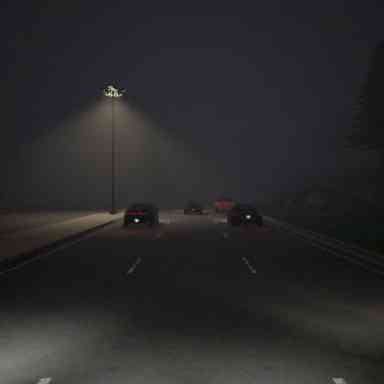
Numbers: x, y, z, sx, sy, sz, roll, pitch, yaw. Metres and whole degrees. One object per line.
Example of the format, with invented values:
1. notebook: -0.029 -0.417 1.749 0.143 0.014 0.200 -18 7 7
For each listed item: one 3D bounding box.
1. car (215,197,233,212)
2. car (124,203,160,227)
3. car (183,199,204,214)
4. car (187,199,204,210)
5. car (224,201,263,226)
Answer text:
1. car: 3.711 1.352 38.027 2.097 1.767 4.553 0 0 2
2. car: -3.400 1.504 22.870 1.837 1.490 4.892 0 0 0
3. car: 0.129 1.526 34.710 1.812 1.442 4.674 0 0 1
4. car: 0.553 1.601 43.903 1.895 1.301 4.718 0 0 5
5. car: 3.600 1.564 23.228 1.994 1.385 4.181 0 0 0
